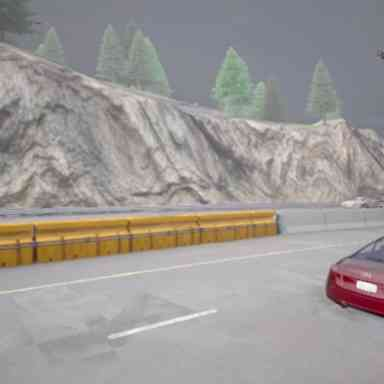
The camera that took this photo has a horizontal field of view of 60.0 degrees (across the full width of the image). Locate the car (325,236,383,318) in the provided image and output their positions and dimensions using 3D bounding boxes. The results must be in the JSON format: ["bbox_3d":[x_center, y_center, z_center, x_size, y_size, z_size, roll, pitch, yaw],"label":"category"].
[{"bbox_3d":[4.616,1.547,6.627,4.181,1.385,1.994,0,0,-32],"label":"car"}]

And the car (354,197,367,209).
[{"bbox_3d":[21.534,1.469,38.555,4.181,1.385,1.994,0,0,-21],"label":"car"}]

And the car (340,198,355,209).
[{"bbox_3d":[21.056,1.422,42.112,4.674,1.442,1.812,0,0,-20],"label":"car"}]

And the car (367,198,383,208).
[{"bbox_3d":[21.392,1.462,34.803,5.357,1.411,2.033,0,0,-21],"label":"car"}]
